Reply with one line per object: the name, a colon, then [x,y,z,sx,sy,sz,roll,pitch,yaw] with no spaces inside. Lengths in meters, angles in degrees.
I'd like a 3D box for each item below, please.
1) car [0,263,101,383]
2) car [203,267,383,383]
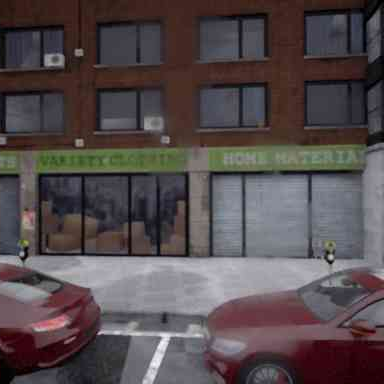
car: [-3.398,1.660,4.551,4.206,1.307,1.802,0,-1,6]
car: [2.236,1.613,4.004,4.206,1.307,1.802,0,-1,6]
